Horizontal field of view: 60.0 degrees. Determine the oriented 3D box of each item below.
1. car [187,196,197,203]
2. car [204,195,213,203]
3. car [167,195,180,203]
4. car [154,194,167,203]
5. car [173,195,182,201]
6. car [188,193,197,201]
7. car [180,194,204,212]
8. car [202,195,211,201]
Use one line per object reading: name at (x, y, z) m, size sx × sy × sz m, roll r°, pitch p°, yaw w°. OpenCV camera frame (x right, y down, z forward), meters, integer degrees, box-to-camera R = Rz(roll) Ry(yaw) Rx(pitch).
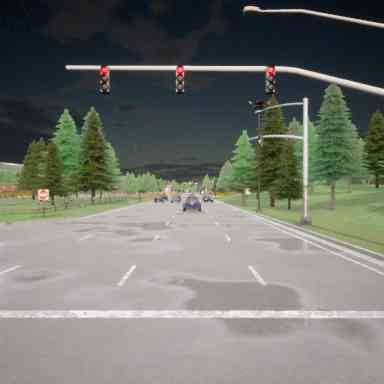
car at (0.014, 1.544, 70.746) m, size 1.994 × 1.385 × 4.181 m, roll 0°, pitch 0°, yaw 0°
car at (3.514, 1.588, 70.809) m, size 1.895 × 1.301 × 4.718 m, roll 0°, pitch 0°, yaw 0°
car at (-3.486, 1.531, 70.363) m, size 2.033 × 1.411 × 5.357 m, roll 0°, pitch 0°, yaw 0°
car at (-6.986, 1.517, 70.781) m, size 1.812 × 1.442 × 4.674 m, roll 0°, pitch 0°, yaw 0°
car at (-3.484, 1.372, 80.783) m, size 2.033 × 1.411 × 5.357 m, roll 0°, pitch 0°, yaw 0°
car at (0.016, 1.188, 80.753) m, size 2.097 × 1.767 × 4.553 m, roll 0°, pitch 0°, yaw 0°
car at (0.008, 1.352, 39.720) m, size 2.097 × 1.767 × 4.553 m, roll 0°, pitch 0°, yaw 0°
car at (3.516, 1.372, 80.782) m, size 2.033 × 1.411 × 5.357 m, roll 0°, pitch 0°, yaw 0°
